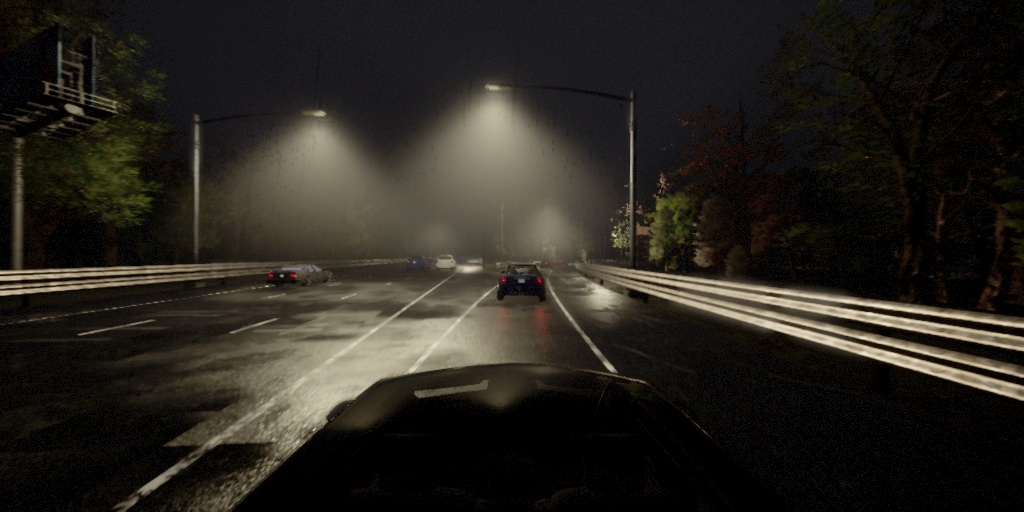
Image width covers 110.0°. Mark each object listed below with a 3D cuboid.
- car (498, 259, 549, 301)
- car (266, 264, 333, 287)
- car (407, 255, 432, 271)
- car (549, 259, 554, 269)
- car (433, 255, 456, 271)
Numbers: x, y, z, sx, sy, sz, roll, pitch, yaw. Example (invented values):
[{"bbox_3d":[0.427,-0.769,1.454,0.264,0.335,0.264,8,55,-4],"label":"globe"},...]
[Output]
[{"bbox_3d":[0.515,1.110,17.618,2.097,1.767,4.553,1,0,3],"label":"car"},{"bbox_3d":[-13.537,1.211,23.225,2.033,1.411,5.357,0,0,-5],"label":"car"},{"bbox_3d":[-12.010,0.882,45.992,2.150,2.045,5.566,0,0,-5],"label":"car"},{"bbox_3d":[6.363,1.357,64.249,2.097,1.767,4.553,0,0,11],"label":"car"},{"bbox_3d":[-8.594,0.901,47.121,2.150,2.045,5.566,0,0,-5],"label":"car"}]
